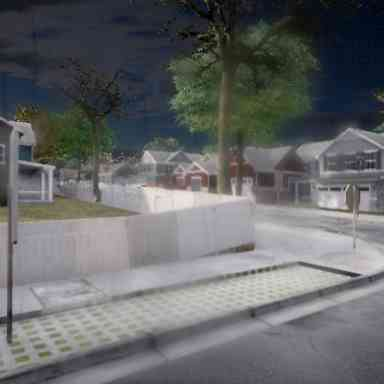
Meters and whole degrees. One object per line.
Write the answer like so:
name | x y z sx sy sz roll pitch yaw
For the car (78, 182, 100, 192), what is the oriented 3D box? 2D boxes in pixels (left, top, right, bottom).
car | -15.156 -0.658 48.914 2.097 1.767 4.553 1 2 -34

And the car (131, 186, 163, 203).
car | -4.488 0.239 32.795 1.837 1.490 4.892 1 2 -34
